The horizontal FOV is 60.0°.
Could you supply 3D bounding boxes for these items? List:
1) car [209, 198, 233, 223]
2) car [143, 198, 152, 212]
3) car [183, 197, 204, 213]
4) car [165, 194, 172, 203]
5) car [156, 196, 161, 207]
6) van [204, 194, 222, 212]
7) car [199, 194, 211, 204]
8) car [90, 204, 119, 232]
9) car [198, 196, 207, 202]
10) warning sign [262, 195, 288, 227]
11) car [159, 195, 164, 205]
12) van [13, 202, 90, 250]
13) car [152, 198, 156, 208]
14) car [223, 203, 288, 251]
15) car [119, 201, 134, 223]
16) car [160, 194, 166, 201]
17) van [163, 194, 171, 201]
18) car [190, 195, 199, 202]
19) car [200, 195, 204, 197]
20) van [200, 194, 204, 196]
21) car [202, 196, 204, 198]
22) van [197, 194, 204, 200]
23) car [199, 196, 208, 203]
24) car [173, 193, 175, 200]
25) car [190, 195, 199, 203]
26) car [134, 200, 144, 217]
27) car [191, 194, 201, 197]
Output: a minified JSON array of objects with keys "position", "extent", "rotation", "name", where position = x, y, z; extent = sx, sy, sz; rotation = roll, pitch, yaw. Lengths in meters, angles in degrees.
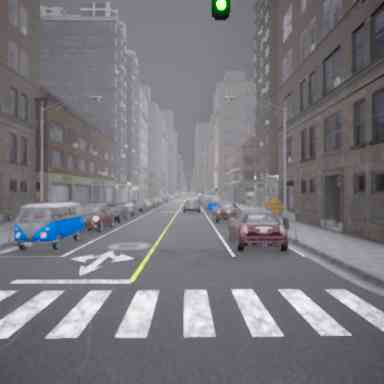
[{"position":[2.580,1.460,25.433],"extent":[1.967,1.590,4.097],"rotation":[0,0,0],"name":"car"},{"position":[-5.987,1.597,36.735],"extent":[1.947,1.339,4.313],"rotation":[0,0,0],"name":"car"},{"position":[-0.029,1.594,37.578],"extent":[1.994,1.385,4.181],"rotation":[0,0,0],"name":"car"},{"position":[-6.111,1.360,70.744],"extent":[2.192,1.841,5.009],"rotation":[0,0,0],"name":"car"},{"position":[-6.028,1.603,48.071],"extent":[1.947,1.339,4.313],"rotation":[0,0,0],"name":"car"},{"position":[2.539,1.369,36.772],"extent":[1.690,1.788,3.998],"rotation":[0,0,0],"name":"van"},{"position":[2.435,1.355,65.118],"extent":[2.192,1.841,5.009],"rotation":[0,0,0],"name":"car"},{"position":[-5.925,1.459,19.730],"extent":[1.967,1.590,4.097],"rotation":[0,0,0],"name":"car"},{"position":[2.394,1.609,76.456],"extent":[1.947,1.339,4.313],"rotation":[0,0,0],"name":"car"},{"position":[5.001,1.130,20.098],"extent":[1.300,1.860,1.060],"rotation":[0,0,0],"name":"warning sign"},{"position":[-6.048,1.584,53.739],"extent":[1.887,1.381,4.507],"rotation":[0,0,0],"name":"car"},{"position":[-5.904,1.355,14.062],"extent":[1.690,1.788,3.998],"rotation":[0,0,0],"name":"van"},{"position":[-6.006,1.560,42.233],"extent":[1.752,1.417,4.829],"rotation":[0,0,0],"name":"car"},{"position":[2.622,1.451,14.095],"extent":[1.967,1.590,4.097],"rotation":[0,0,0],"name":"car"},{"position":[-5.945,1.589,25.398],"extent":[1.947,1.339,4.313],"rotation":[0,0,0],"name":"car"},{"position":[-6.068,1.567,59.238],"extent":[1.752,1.417,4.829],"rotation":[0,0,0],"name":"car"},{"position":[-6.152,1.389,82.080],"extent":[1.690,1.788,3.998],"rotation":[0,0,0],"name":"van"},{"position":[0.513,1.549,76.083],"extent":[1.837,1.490,4.892],"rotation":[0,0,0],"name":"car"},{"position":[2.498,1.585,48.110],"extent":[2.008,1.369,4.403],"rotation":[0,0,0],"name":"car"},{"position":[2.477,1.377,53.780],"extent":[1.690,1.788,3.998],"rotation":[0,0,0],"name":"van"},{"position":[2.518,1.557,42.610],"extent":[1.752,1.417,4.829],"rotation":[0,0,0],"name":"car"},{"position":[2.333,1.382,93.465],"extent":[1.690,1.788,3.998],"rotation":[0,0,0],"name":"van"},{"position":[2.415,1.608,70.788],"extent":[1.947,1.339,4.313],"rotation":[0,0,0],"name":"car"},{"position":[-6.172,1.573,87.579],"extent":[1.752,1.417,4.829],"rotation":[0,0,0],"name":"car"},{"position":[0.536,1.498,70.273],"extent":[1.801,1.575,5.366],"rotation":[0,0,0],"name":"car"},{"position":[-5.966,1.610,31.066],"extent":[1.802,1.307,4.206],"rotation":[0,0,0],"name":"car"},{"position":[-0.078,1.514,50.201],"extent":[1.882,1.535,5.008],"rotation":[0,0,0],"name":"car"}]
